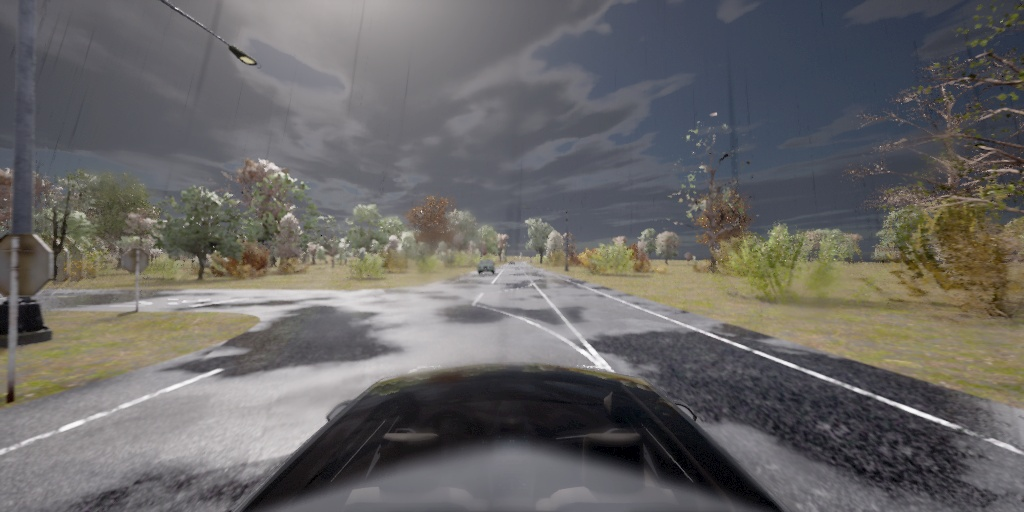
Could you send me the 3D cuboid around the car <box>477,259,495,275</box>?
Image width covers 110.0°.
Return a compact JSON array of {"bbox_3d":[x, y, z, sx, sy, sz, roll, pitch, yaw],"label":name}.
[{"bbox_3d":[-3.435,1.492,49.006,2.150,2.045,5.566,0,-1,0],"label":"car"}]
